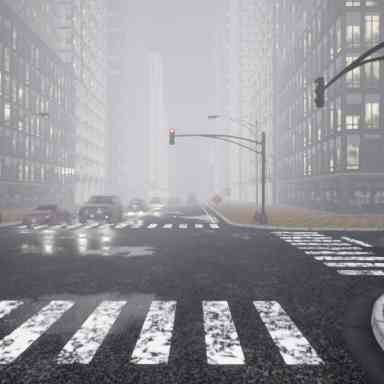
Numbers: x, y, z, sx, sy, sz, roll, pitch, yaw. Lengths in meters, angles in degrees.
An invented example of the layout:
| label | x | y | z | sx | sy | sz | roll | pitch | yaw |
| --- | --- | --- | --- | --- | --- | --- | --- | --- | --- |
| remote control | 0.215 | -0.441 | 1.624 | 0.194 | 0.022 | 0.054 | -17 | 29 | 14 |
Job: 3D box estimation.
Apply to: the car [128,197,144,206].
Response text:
| label | x | y | z | sx | sy | sz | roll | pitch | yaw |
| --- | --- | --- | --- | --- | --- | --- | --- | --- | --- |
| car | -9.821 | 1.659 | 58.502 | 1.994 | 1.385 | 4.181 | 0 | 0 | 0 |

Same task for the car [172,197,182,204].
| label | x | y | z | sx | sy | sz | roll | pitch | yaw |
| --- | --- | --- | --- | --- | --- | --- | --- | --- | --- |
| car | -3.202 | 1.702 | 70.366 | 1.994 | 1.385 | 4.181 | 0 | 0 | 0 |

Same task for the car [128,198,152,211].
| label | x | y | z | sx | sy | sz | roll | pitch | yaw |
| --- | --- | --- | --- | --- | --- | --- | --- | --- | --- |
| car | -6.610 | 1.537 | 40.772 | 2.128 | 1.511 | 4.902 | 0 | 0 | 0 |

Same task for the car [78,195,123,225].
| label | x | y | z | sx | sy | sz | roll | pitch | yaw |
| --- | --- | --- | --- | --- | --- | --- | --- | --- | --- |
| car | -6.610 | 1.238 | 24.780 | 2.150 | 2.045 | 5.566 | 0 | 0 | 0 |

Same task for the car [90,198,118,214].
| label | x | y | z | sx | sy | sz | roll | pitch | yaw |
| --- | --- | --- | --- | --- | --- | --- | --- | --- | --- |
| car | -9.857 | 1.516 | 37.676 | 1.882 | 1.535 | 5.008 | 0 | 0 | 0 |

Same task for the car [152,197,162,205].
| label | x | y | z | sx | sy | sz | roll | pitch | yaw |
| --- | --- | --- | --- | --- | --- | --- | --- | --- | --- |
| car | -6.545 | 1.581 | 61.109 | 1.882 | 1.535 | 5.008 | 0 | 0 | 0 |

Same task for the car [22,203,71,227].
| label | x | y | z | sx | sy | sz | roll | pitch | yaw |
| --- | --- | --- | --- | --- | --- | --- | --- | --- | --- |
| car | -9.858 | 1.540 | 23.047 | 1.812 | 1.442 | 4.674 | 0 | 0 | 0 |

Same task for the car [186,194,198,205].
| label | x | y | z | sx | sy | sz | roll | pitch | yaw |
| --- | --- | --- | --- | --- | --- | --- | --- | --- | --- |
| car | -0.016 | 1.605 | 60.194 | 1.837 | 1.490 | 4.892 | 0 | 0 | 0 |

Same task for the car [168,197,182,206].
| label | x | y | z | sx | sy | sz | roll | pitch | yaw |
| --- | --- | --- | --- | --- | --- | --- | --- | --- | --- |
| car | -3.167 | 1.583 | 57.507 | 2.128 | 1.511 | 4.902 | 0 | 0 | 0 |
